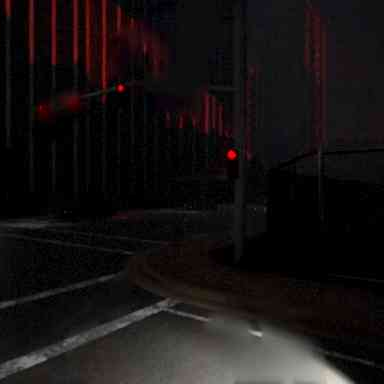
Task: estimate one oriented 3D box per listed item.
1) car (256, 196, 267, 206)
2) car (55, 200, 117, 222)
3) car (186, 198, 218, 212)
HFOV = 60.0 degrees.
[{"bbox_3d":[12.122,1.474,54.202,1.882,1.535,5.008,0,0,36],"label":"car"},{"bbox_3d":[-8.185,1.431,25.978,1.882,1.535,5.008,0,0,36],"label":"car"},{"bbox_3d":[1.284,1.458,39.212,1.837,1.490,4.892,0,0,36],"label":"car"}]
